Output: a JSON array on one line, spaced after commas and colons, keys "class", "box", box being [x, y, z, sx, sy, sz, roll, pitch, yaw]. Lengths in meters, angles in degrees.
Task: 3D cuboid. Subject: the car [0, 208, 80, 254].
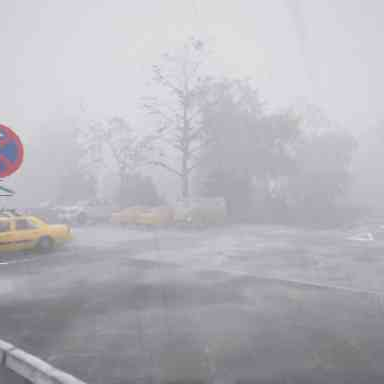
[{"class": "car", "box": [-7.080, 1.591, 12.123, 1.946, 1.575, 5.366, -1, -1, 35]}]

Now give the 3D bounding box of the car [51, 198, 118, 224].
[{"class": "car", "box": [-8.555, 1.569, 28.342, 2.435, 2.045, 5.566, -2, -1, 35]}]

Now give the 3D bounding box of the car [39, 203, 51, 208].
[{"class": "car", "box": [-10.829, 1.901, 29.950, 2.231, 1.521, 4.892, -2, -1, 35]}]

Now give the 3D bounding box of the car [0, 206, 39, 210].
[{"class": "car", "box": [-9.345, 1.518, 13.978, 2.185, 1.767, 4.553, -1, -1, 35]}]

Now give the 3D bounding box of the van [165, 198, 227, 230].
[{"class": "van", "box": [0.537, 1.364, 21.849, 1.878, 1.987, 4.442, -1, -1, 35]}]

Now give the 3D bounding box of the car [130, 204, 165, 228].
[{"class": "car", "box": [-1.573, 1.634, 23.699, 1.946, 1.575, 5.366, -1, -1, 35]}]

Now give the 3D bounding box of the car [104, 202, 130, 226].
[{"class": "car", "box": [-3.750, 1.686, 25.229, 1.946, 1.575, 5.366, -2, -1, 35]}]

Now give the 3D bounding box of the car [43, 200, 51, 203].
[{"class": "car", "box": [-13.038, 1.728, 31.459, 2.435, 2.045, 5.566, -2, -1, 35]}]
